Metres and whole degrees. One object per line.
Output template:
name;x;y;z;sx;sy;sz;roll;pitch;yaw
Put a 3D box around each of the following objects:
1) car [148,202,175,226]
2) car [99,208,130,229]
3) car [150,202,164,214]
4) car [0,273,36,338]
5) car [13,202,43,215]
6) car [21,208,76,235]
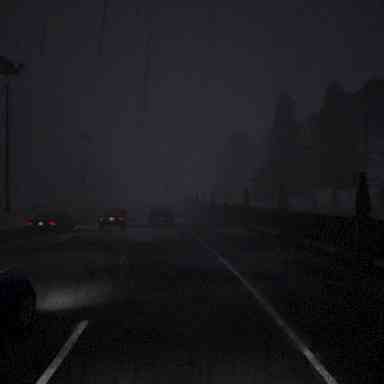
car;-2.435;1.832;26.534;1.882;1.535;5.008;0;-1;-7
car;-5.733;1.897;24.838;2.033;1.411;5.357;0;-1;-7
car;-4.817;2.117;45.602;1.837;1.490;4.892;0;-1;-7
car;-3.599;1.597;3.978;1.812;1.442;4.674;0;-1;-2
car;-22.617;2.242;46.097;2.128;1.511;4.902;0;-1;-7
car;-8.779;1.865;21.071;2.033;1.411;5.357;0;-1;-7
